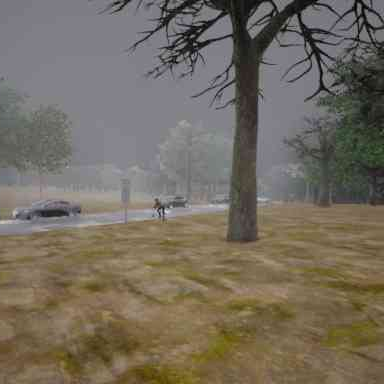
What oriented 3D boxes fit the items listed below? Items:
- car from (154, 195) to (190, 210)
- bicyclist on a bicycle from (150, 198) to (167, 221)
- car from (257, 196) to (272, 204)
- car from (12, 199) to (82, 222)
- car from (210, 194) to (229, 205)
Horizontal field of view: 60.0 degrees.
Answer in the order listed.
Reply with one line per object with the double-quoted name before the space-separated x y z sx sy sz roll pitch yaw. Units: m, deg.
"car" -2.082 1.103 36.108 1.837 1.490 4.892 1 1 32
"bicyclist on a bicycle" -2.441 1.288 24.048 1.656 1.620 0.582 0 0 36
"car" 12.193 1.284 55.797 1.895 1.301 4.718 1 0 23
"car" -10.390 1.272 24.150 2.128 1.511 4.902 2 2 37
"car" 4.276 1.044 46.816 1.837 1.490 4.892 1 0 29
